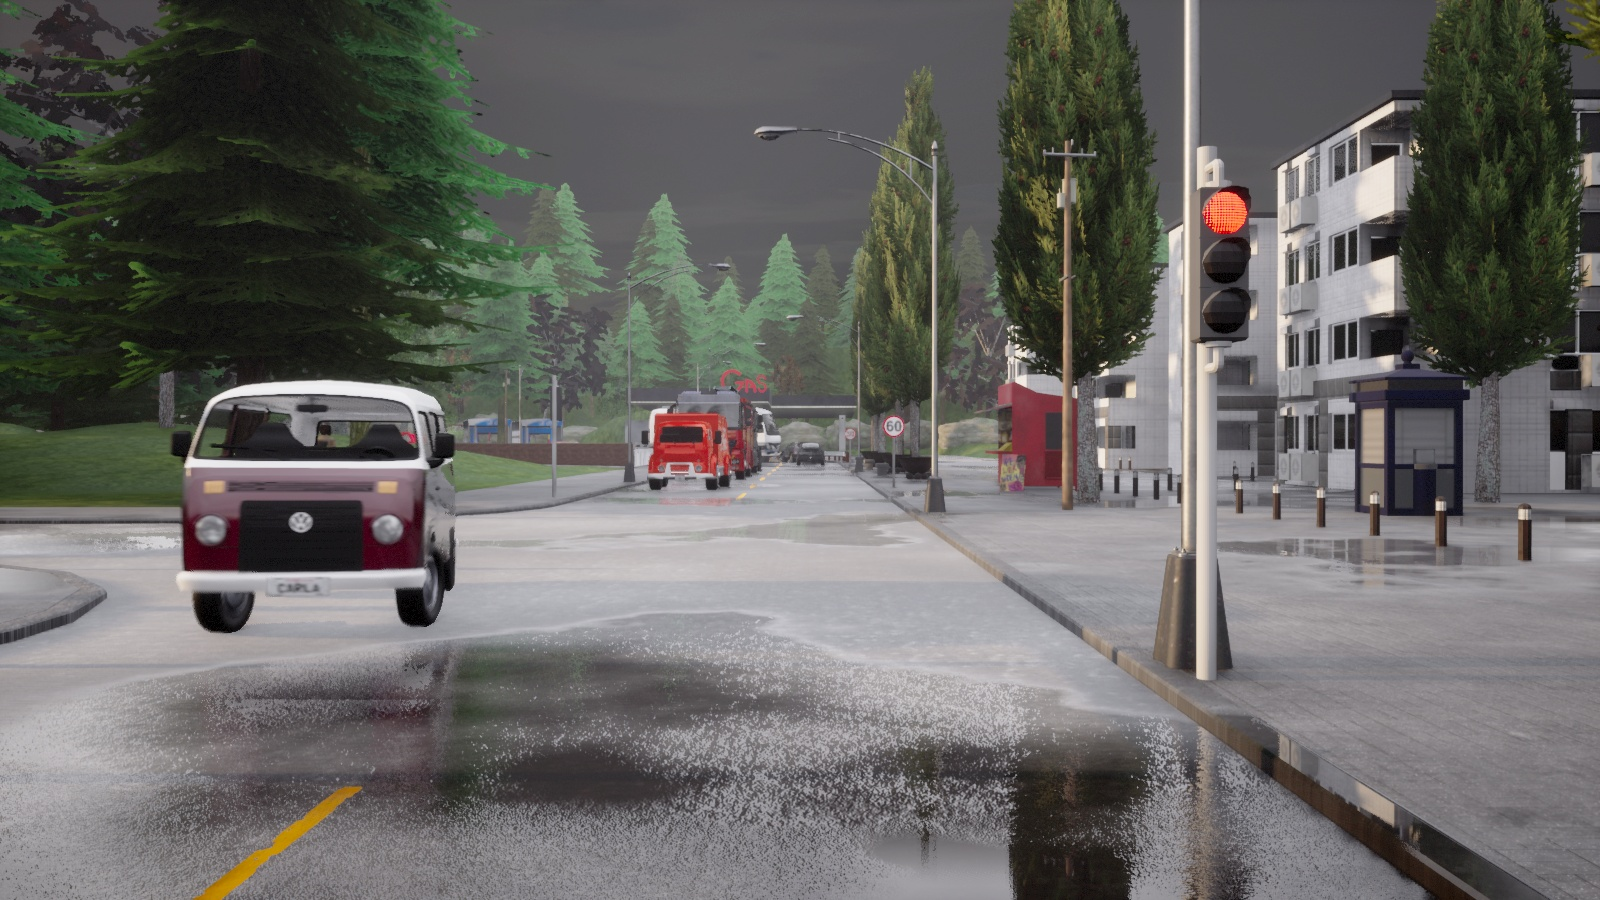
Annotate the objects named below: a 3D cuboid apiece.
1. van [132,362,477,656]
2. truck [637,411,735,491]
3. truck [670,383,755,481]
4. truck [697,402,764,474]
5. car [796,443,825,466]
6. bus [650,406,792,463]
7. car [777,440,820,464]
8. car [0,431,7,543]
[{"bbox_3d":[-4.053,0.404,11.104,2.069,2.038,4.480,1,0,-11],"label":"van"},{"bbox_3d":[-3.652,0.024,41.332,2.627,2.467,5.204,0,0,1],"label":"truck"},{"bbox_3d":[-3.575,-0.721,53.228,2.891,3.827,8.468,0,0,1],"label":"truck"},{"bbox_3d":[-3.469,-0.603,64.590,2.891,3.462,7.936,0,0,1],"label":"truck"},{"bbox_3d":[0.711,0.274,84.306,1.837,1.490,4.892,0,0,1],"label":"car"},{"bbox_3d":[-6.106,-1.167,97.425,10.273,4.253,3.944,0,1,17],"label":"bus"},{"bbox_3d":[-0.147,0.141,95.890,2.033,1.649,4.856,3,0,-15],"label":"car"},{"bbox_3d":[-13.489,0.536,17.274,3.988,1.617,1.851,0,0,0],"label":"car"}]
